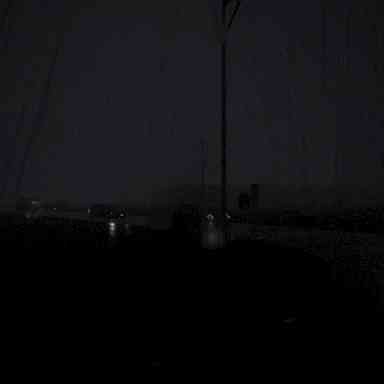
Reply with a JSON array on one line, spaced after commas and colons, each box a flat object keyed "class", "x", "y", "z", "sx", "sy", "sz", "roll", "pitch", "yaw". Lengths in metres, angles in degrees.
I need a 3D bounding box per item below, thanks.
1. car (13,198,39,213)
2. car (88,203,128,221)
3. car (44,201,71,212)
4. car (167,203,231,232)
[{"class": "car", "x": -22.402, "y": 1.982, "z": 44.860, "sx": 4.902, "sy": 1.511, "sz": 2.128, "roll": -1, "pitch": 0, "yaw": 43}, {"class": "car", "x": -7.797, "y": 1.787, "z": 30.600, "sx": 1.837, "sy": 1.490, "sz": 4.892, "roll": -1, "pitch": 0, "yaw": -44}, {"class": "car", "x": -18.168, "y": 1.928, "z": 44.784, "sx": 4.902, "sy": 1.511, "sz": 2.128, "roll": -1, "pitch": 0, "yaw": 43}, {"class": "car", "x": 0.411, "y": 1.518, "z": 21.827, "sx": 2.097, "sy": 1.767, "sz": 4.553, "roll": -1, "pitch": 0, "yaw": -42}]
